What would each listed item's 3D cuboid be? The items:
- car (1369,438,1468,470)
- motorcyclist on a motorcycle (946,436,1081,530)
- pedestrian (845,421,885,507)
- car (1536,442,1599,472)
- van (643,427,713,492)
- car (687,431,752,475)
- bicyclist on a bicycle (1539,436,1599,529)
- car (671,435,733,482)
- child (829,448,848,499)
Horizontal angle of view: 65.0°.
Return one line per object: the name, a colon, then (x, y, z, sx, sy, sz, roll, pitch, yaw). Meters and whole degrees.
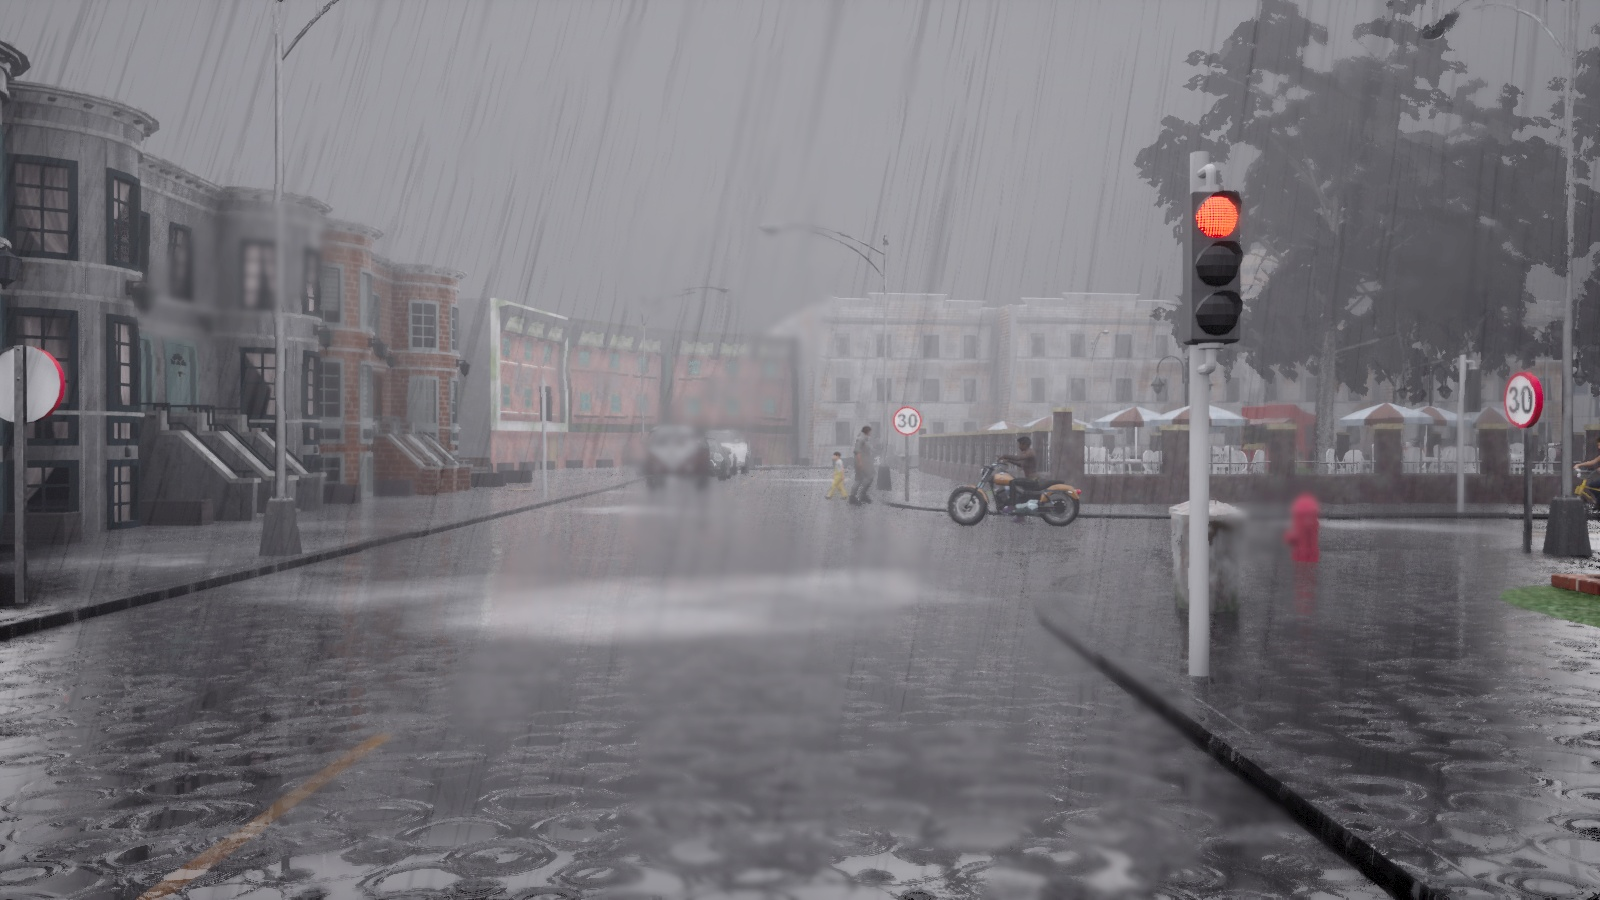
car: (35.178, 0.230, 71.509, 4.553, 1.767, 2.097, 0, 0, 0)
motorcyclist on a motorcycle: (3.814, 0.573, 22.560, 2.350, 1.649, 0.766, 0, 0, 8)
pedestrian: (1.497, 0.313, 28.770, 0.873, 1.952, 0.659, 0, 0, 7)
car: (41.938, 0.376, 67.499, 3.705, 1.549, 1.789, 0, 0, 0)
van: (-3.858, 0.268, 40.407, 1.775, 1.987, 4.442, 0, 0, 0)
car: (-3.803, 0.123, 60.332, 2.150, 2.045, 5.566, 0, 0, 7)
bicyclist on a bicycle: (14.137, 0.568, 22.303, 1.509, 1.612, 0.866, 0, 0, 0)
car: (-3.842, 0.321, 49.766, 2.097, 1.767, 4.553, 0, 0, 0)
child: (0.946, 0.574, 30.925, 0.437, 1.263, 0.270, 0, 0, -4)
